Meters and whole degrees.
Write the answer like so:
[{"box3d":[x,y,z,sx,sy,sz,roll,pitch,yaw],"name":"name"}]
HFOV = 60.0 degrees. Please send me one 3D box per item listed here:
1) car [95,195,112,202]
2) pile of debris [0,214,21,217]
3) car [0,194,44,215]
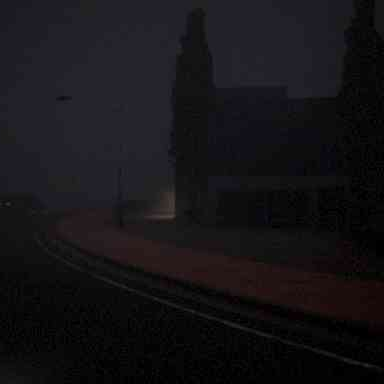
[{"box3d":[-19.026,1.339,71.491,2.033,1.411,5.357,0,0,9],"name":"car"},{"box3d":[-17.128,2.184,30.995,1.500,0.140,1.860,0,0,-4],"name":"pile of debris"},{"box3d":[-16.989,1.236,33.493,2.150,2.045,5.566,0,0,-1],"name":"car"}]
